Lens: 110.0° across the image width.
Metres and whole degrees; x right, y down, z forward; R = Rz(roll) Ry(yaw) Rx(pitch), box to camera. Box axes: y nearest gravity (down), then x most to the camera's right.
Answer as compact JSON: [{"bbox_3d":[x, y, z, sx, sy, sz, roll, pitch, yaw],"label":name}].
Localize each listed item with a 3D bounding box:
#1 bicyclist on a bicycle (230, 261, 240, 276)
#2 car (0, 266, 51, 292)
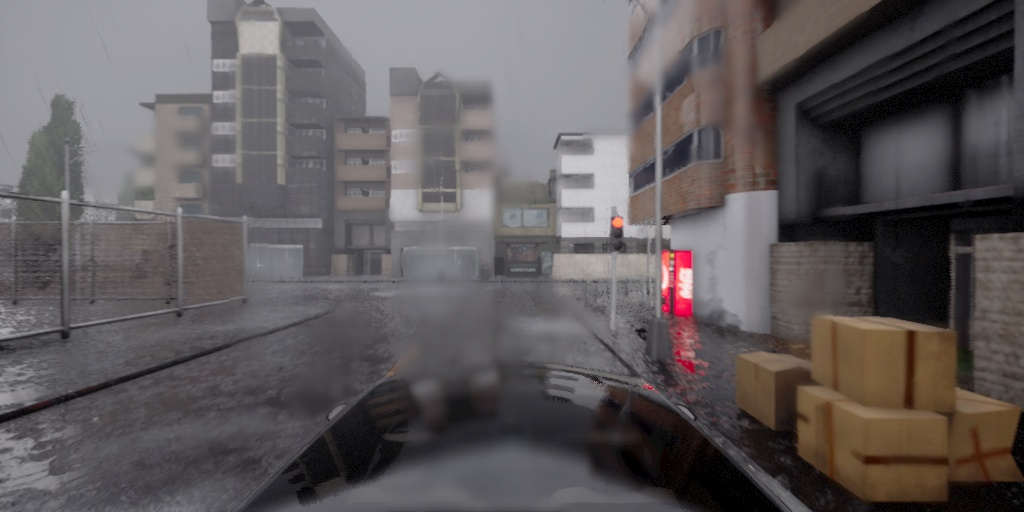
[{"bbox_3d":[-21.609,0.967,27.878,0.582,1.620,1.656,0,1,0],"label":"bicyclist on a bicycle"},{"bbox_3d":[-28.210,1.186,19.499,4.674,1.442,1.812,0,0,0],"label":"car"}]
